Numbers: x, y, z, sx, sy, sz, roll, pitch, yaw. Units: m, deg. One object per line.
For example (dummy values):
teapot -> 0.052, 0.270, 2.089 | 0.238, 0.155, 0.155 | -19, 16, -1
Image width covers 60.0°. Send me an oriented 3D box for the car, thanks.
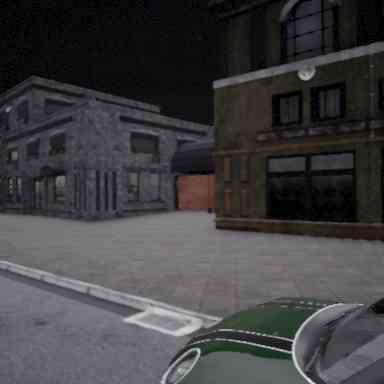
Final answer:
car -> 1.895, 1.356, 2.101 | 4.553, 1.767, 2.097 | 0, 0, 36
